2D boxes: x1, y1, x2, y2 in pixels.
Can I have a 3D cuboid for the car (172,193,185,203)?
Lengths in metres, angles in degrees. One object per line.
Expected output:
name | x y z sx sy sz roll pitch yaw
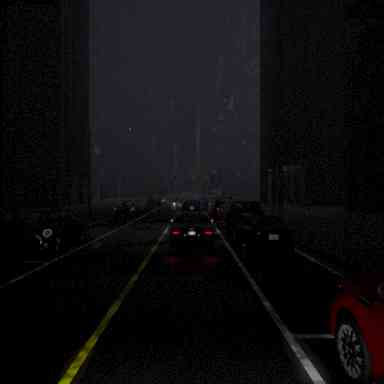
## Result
car | -3.000 1.499 70.804 1.837 1.490 4.892 0 0 0

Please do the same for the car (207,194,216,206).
car | 2.761 1.316 29.811 2.192 1.841 5.009 0 0 0

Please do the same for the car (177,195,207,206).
car | 0.000 1.368 29.620 2.097 1.767 4.553 0 0 0

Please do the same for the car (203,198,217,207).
car | 2.762 1.572 51.862 1.947 1.339 4.313 0 0 0

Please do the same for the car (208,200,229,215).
car | 2.762 1.547 35.324 1.887 1.381 4.507 0 0 0

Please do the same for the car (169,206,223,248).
car | 0.000 1.563 14.650 2.033 1.411 5.357 0 0 0

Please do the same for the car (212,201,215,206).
car | 2.762 1.545 24.299 1.887 1.381 4.507 0 0 0

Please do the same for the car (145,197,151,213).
car | -5.763 1.527 35.149 1.752 1.417 4.829 0 0 0

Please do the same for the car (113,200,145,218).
car | -5.763 1.441 29.806 1.967 1.590 4.097 0 0 0

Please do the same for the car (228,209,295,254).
car | 2.762 1.564 13.273 1.947 1.339 4.313 0 0 0

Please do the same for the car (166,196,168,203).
car | -5.763 1.558 57.372 2.008 1.369 4.403 0 0 0

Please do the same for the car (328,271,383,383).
car | 2.761 1.313 2.248 2.192 1.841 5.009 0 0 0

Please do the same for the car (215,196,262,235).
car | 2.761 1.314 18.786 2.192 1.841 5.009 0 0 0

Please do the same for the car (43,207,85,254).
car | -5.764 1.438 13.267 1.967 1.590 4.097 0 0 0

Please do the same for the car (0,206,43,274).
car | -5.764 1.313 7.754 2.192 1.841 5.009 0 0 0

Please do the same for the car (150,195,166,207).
car | -5.764 1.321 51.859 2.192 1.841 5.009 0 0 0
